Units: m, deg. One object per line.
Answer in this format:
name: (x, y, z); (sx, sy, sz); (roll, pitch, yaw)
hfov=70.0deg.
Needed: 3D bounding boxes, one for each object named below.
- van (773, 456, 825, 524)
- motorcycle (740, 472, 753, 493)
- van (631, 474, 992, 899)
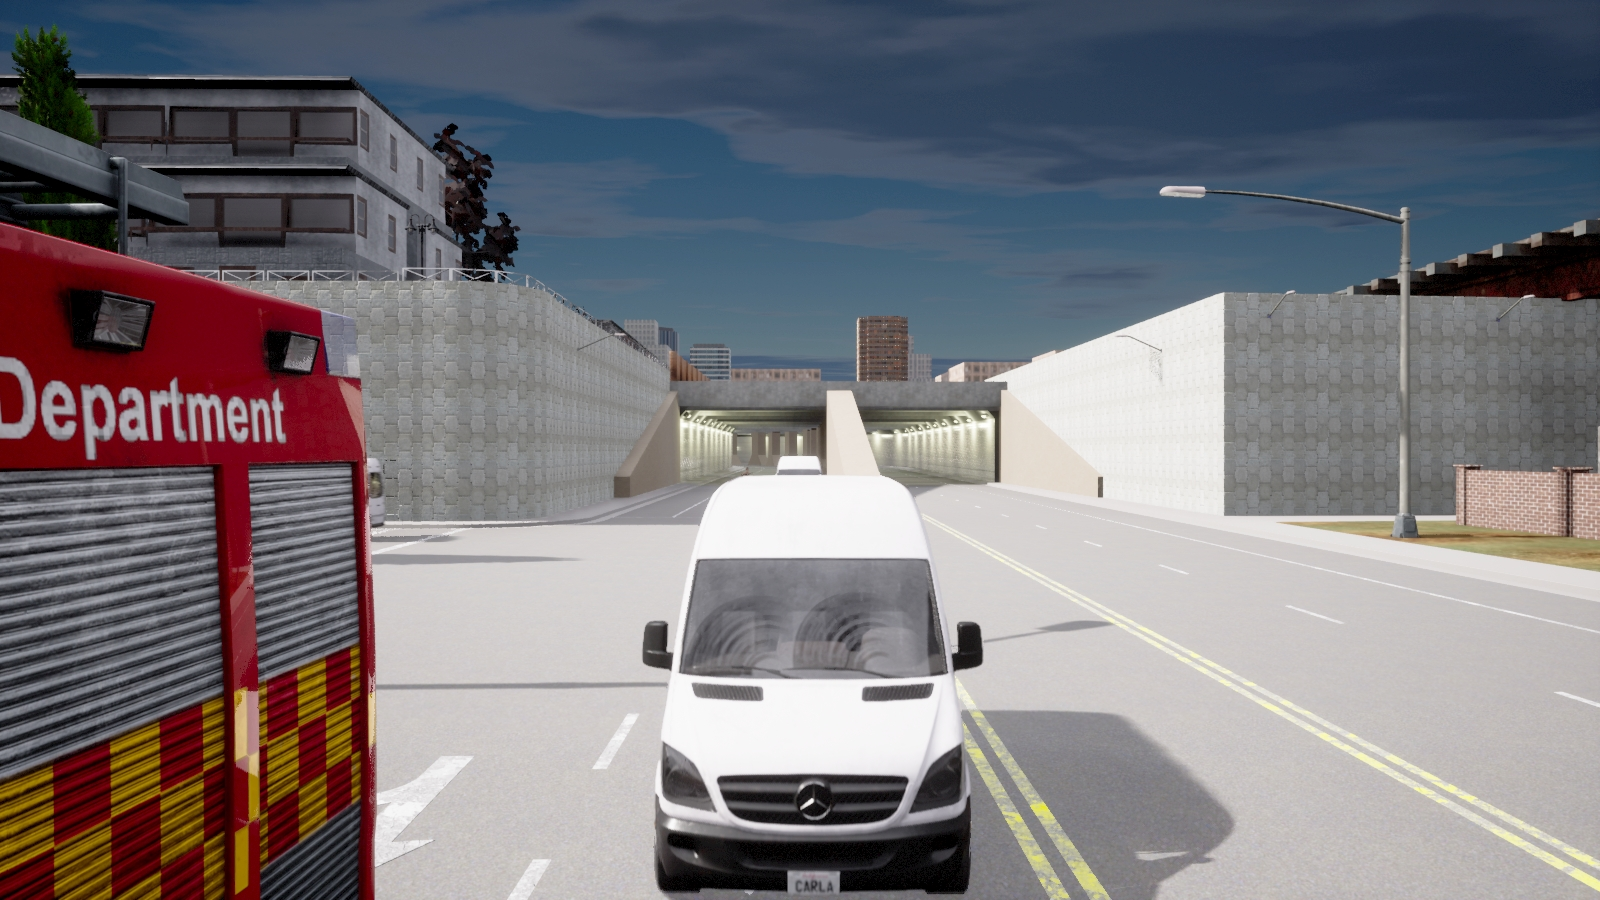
van: (-0.039, 1.534, 46.147); (1.988, 2.561, 5.915); (0, 0, 0)
motorcycle: (-3.557, 2.170, 76.602); (0.764, 1.277, 2.356); (0, 0, 0)
van: (0.091, 1.533, 9.272); (1.988, 2.561, 5.915); (0, 0, 1)
